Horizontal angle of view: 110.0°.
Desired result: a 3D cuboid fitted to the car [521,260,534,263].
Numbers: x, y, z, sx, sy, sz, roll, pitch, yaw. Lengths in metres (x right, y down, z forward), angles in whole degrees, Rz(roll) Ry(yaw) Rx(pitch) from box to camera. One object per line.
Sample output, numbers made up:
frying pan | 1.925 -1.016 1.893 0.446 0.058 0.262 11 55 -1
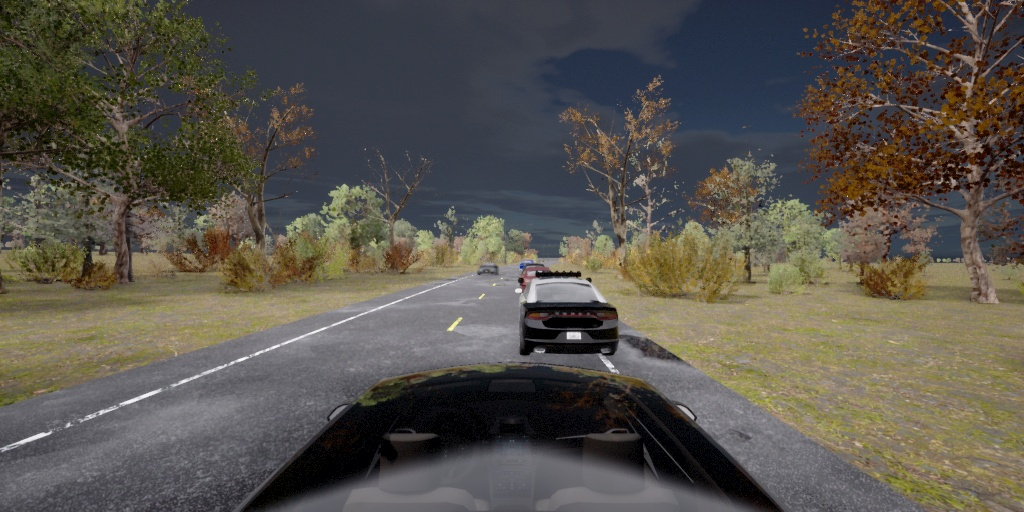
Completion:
car | 1.533 1.266 24.603 1.837 1.490 4.892 0 0 2

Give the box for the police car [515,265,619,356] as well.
police car | 1.107 1.177 8.790 1.930 1.638 5.238 0 0 1

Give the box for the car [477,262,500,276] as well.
car | -2.367 1.350 37.016 1.994 1.385 4.181 0 0 3

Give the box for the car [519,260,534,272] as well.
car | 2.110 1.313 50.351 1.882 1.535 5.008 0 0 5

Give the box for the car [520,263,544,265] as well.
car | 1.325 1.281 18.633 1.812 1.442 4.674 0 0 2
